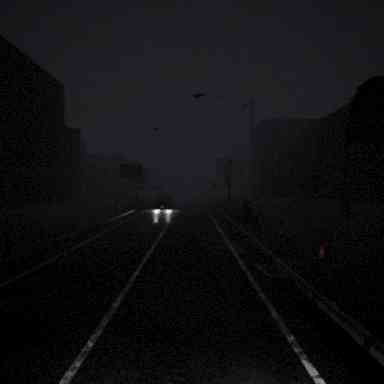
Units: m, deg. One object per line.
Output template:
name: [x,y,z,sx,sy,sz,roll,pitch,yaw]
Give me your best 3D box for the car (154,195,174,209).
car: [-2.986,1.080,36.067,2.033,1.411,5.357,0,0,0]
